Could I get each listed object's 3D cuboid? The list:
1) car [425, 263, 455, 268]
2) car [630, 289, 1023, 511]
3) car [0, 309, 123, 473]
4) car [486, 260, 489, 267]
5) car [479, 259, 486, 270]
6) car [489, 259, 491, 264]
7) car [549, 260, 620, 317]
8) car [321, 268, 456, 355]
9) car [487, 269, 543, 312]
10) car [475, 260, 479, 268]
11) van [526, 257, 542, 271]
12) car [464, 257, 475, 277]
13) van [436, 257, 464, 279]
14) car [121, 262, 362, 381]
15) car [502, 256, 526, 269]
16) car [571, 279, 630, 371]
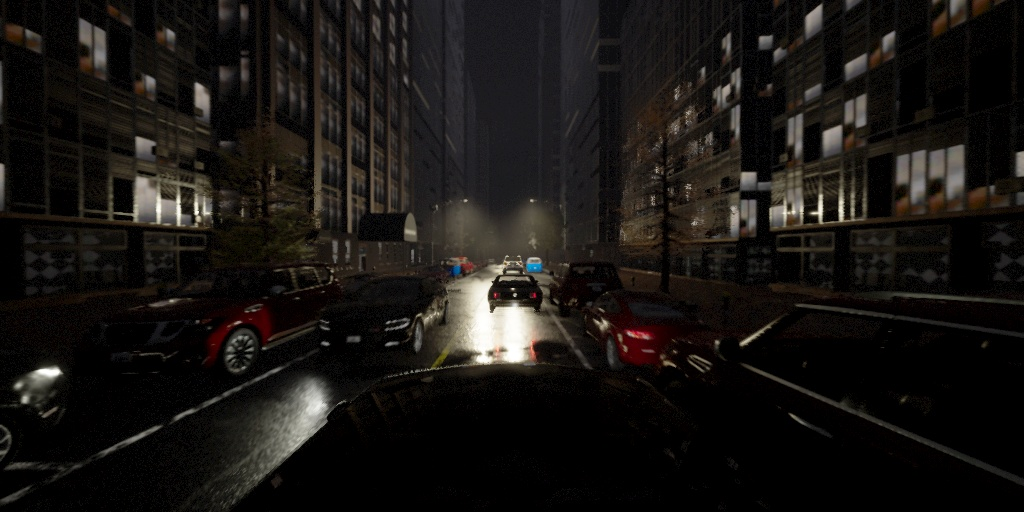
[{"bbox_3d":[-5.315,1.332,24.340,1.802,1.307,4.207,0,0,0],"label":"car"},{"bbox_3d":[2.532,1.065,1.775,2.192,1.841,5.009,0,0,0],"label":"car"},{"bbox_3d":[-5.316,1.301,1.746,2.007,1.370,4.403,0,0,0],"label":"car"},{"bbox_3d":[-5.317,1.303,58.232,1.888,1.381,4.507,0,0,0],"label":"car"},{"bbox_3d":[-5.315,1.338,52.583,1.802,1.307,4.207,0,0,0],"label":"car"},{"bbox_3d":[-5.314,1.200,63.880,1.967,1.591,4.097,0,0,0],"label":"car"},{"bbox_3d":[2.533,1.064,13.072,2.192,1.841,5.009,0,0,0],"label":"car"},{"bbox_3d":[-2.806,1.227,8.890,1.882,1.535,5.008,0,0,0],"label":"car"},{"bbox_3d":[0.100,1.350,14.247,1.895,1.301,4.718,0,0,0],"label":"car"},{"bbox_3d":[-5.315,1.298,41.286,1.888,1.381,4.507,0,0,0],"label":"car"},{"bbox_3d":[2.566,1.094,41.316,1.690,1.789,3.998,0,0,0],"label":"van"},{"bbox_3d":[-5.315,1.067,35.637,2.192,1.841,5.009,0,0,0],"label":"car"},{"bbox_3d":[-5.315,1.092,29.988,1.690,1.789,3.998,0,0,0],"label":"van"},{"bbox_3d":[-5.316,1.064,7.395,2.192,1.841,5.009,0,0,0],"label":"car"},{"bbox_3d":[0.101,0.974,39.823,2.150,2.045,5.566,0,0,0],"label":"car"},{"bbox_3d":[2.532,1.332,7.424,1.802,1.307,4.207,0,0,0],"label":"car"}]
